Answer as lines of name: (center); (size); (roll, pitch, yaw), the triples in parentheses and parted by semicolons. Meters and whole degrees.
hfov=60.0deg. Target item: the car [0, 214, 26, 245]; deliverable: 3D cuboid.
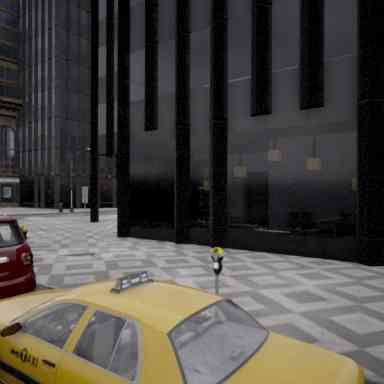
car: (-5.109, 1.313, 6.560); (5.009, 1.841, 2.192); (0, 0, 35)

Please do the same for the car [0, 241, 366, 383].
car: (-0.814, 1.525, 3.531); (4.829, 1.417, 1.752); (0, 0, 35)
